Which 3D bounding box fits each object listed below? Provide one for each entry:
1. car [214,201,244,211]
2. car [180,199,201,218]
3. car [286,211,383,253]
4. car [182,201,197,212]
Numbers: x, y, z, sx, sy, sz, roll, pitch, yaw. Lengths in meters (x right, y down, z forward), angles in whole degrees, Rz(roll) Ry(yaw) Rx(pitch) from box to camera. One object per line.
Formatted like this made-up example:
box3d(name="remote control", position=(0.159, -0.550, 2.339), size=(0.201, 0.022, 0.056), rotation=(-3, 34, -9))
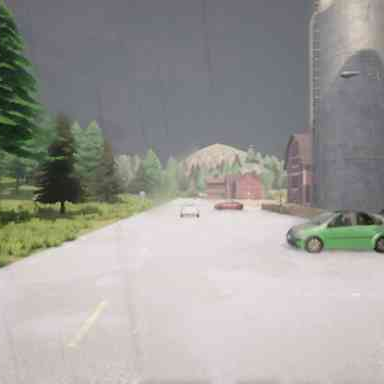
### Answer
box3d(name="car", position=(5.130, 1.891, 46.523), size=(4.181, 1.381, 1.994), rotation=(0, 0, -1))
box3d(name="car", position=(-0.204, 1.774, 33.648), size=(1.812, 1.442, 4.674), rotation=(0, 0, 0))
box3d(name="car", position=(5.919, 1.582, 13.521), size=(3.988, 1.617, 1.851), rotation=(0, 0, -1))
box3d(name="car", position=(-0.310, 1.927, 44.231), size=(1.895, 1.301, 4.718), rotation=(0, 0, 0))
